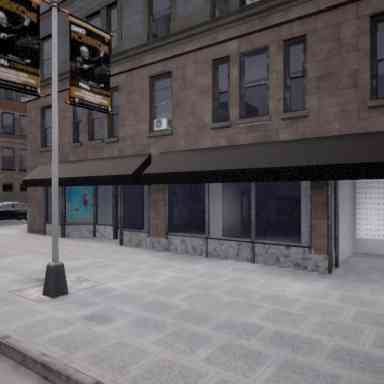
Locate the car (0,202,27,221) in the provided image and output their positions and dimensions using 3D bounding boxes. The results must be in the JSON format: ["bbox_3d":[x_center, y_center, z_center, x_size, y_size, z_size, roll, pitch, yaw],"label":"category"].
[{"bbox_3d":[-14.125,1.545,25.231,1.837,1.490,4.892,0,0,37],"label":"car"}]
